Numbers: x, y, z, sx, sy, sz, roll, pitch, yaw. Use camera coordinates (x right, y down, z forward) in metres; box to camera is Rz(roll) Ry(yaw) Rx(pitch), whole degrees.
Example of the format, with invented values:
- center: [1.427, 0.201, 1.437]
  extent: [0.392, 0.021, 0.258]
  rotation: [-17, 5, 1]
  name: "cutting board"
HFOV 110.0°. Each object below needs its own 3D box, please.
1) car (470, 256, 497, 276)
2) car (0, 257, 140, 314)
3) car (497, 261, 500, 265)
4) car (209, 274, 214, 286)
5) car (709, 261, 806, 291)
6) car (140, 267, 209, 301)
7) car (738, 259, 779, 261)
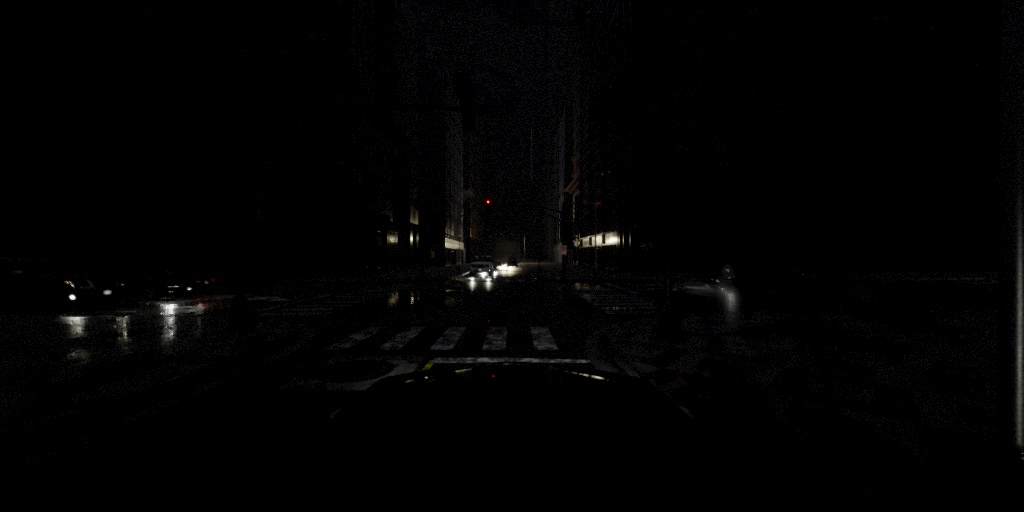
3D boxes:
- center: [-3.071, 0.976, 37.305]
  extent: [2.150, 2.045, 5.566]
  rotation: [0, 0, 0]
  name: "car"
- center: [-18.555, 1.076, 14.004]
  extent: [5.566, 2.045, 2.150]
  rotation: [0, 0, 0]
  name: "car"
- center: [-3.052, 1.358, 48.872]
  extent: [1.895, 1.301, 4.718]
  rotation: [0, 0, 0]
  name: "car"
- center: [-19.947, 1.371, 20.734]
  extent: [4.674, 1.442, 1.812]
  rotation: [0, 0, 0]
  name: "car"
- center: [14.193, 1.172, 20.603]
  extent: [4.674, 1.442, 1.812]
  rotation: [0, 0, 0]
  name: "car"
- center: [-17.951, 1.348, 17.254]
  extent: [4.892, 1.490, 1.837]
  rotation: [0, 0, 0]
  name: "car"
- center: [15.663, 0.982, 23.848]
  extent: [4.553, 1.767, 2.097]
  rotation: [0, 0, 0]
  name: "car"
